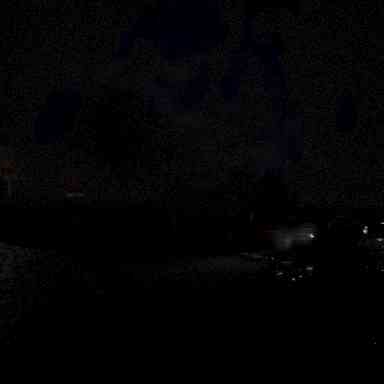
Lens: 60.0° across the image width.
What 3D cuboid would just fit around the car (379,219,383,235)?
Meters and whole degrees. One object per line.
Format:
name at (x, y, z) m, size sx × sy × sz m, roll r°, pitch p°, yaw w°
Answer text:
car at (13.118, 1.843, 20.164) m, size 4.902 × 1.511 × 2.128 m, roll 1°, pitch -1°, yaw -39°

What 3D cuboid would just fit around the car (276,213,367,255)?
car at (5.641, 1.683, 14.239) m, size 4.902 × 1.511 × 2.128 m, roll 1°, pitch 0°, yaw -37°
